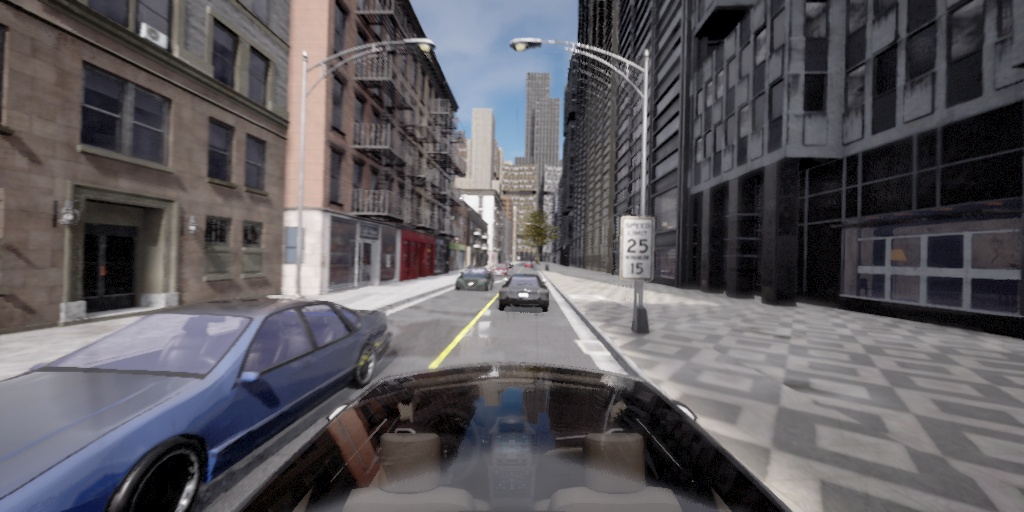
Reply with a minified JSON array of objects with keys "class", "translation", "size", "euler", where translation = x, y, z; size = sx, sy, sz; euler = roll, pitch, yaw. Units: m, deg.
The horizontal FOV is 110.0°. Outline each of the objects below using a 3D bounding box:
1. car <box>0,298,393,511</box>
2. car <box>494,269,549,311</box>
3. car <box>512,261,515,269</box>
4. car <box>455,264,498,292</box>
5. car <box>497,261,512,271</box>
[{"class":"car","translation":[-3.119,1.232,4.094],"size":[2.033,1.411,5.357],"euler":[1,0,3]},{"class":"car","translation":[0.527,1.432,15.218],"size":[1.994,1.385,4.181],"euler":[1,-1,3]},{"class":"car","translation":[-0.638,1.374,52.307],"size":[1.895,1.301,4.718],"euler":[1,-1,3]},{"class":"car","translation":[-2.222,1.406,22.232],"size":[1.994,1.385,4.181],"euler":[1,0,3]},{"class":"car","translation":[-1.274,1.530,39.551],"size":[1.812,1.442,4.674],"euler":[1,0,3]}]
